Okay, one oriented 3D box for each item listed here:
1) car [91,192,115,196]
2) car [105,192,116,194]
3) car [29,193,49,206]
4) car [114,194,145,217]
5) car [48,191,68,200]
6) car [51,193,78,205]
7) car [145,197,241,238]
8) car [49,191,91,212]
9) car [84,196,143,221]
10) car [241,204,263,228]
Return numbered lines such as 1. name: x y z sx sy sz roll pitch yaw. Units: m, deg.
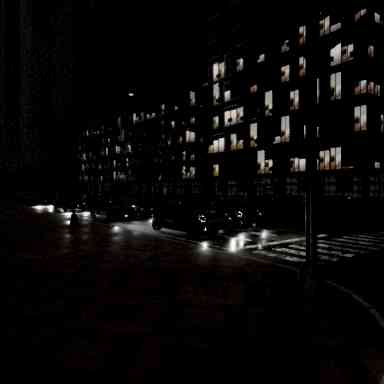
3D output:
1. car: -9.976 1.002 34.258 1.895 1.301 4.718 0 1 -38
2. car: -11.927 0.704 47.564 1.812 1.442 4.674 0 1 -38
3. car: -17.600 0.817 38.745 1.994 1.385 4.181 0 1 -37
4. car: -3.986 1.126 26.646 2.033 1.411 5.357 0 1 -38
5. car: -22.592 0.540 55.880 1.895 1.301 4.718 0 1 -38
6. car: -16.331 0.812 42.405 1.895 1.301 4.718 0 1 -38
7. car: -0.095 1.124 16.481 2.097 1.767 4.553 0 1 -38
8. car: -11.399 0.943 30.807 1.837 1.490 4.892 0 1 -38
9. car: -5.673 1.208 23.539 1.895 1.301 4.718 0 1 -38
10. car: 1.891 1.104 19.212 2.097 1.767 4.553 0 1 -38
